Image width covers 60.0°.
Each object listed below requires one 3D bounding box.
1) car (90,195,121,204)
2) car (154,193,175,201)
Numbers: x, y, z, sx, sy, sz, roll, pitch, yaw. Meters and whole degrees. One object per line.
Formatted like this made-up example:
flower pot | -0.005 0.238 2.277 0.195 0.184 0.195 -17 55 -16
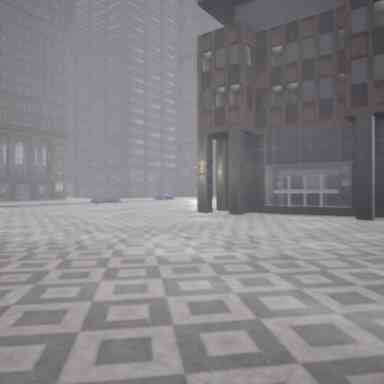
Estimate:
car | -14.128 1.253 54.739 2.033 1.411 5.357 0 0 35
car | -5.424 1.037 66.955 1.882 1.535 5.008 0 0 35
